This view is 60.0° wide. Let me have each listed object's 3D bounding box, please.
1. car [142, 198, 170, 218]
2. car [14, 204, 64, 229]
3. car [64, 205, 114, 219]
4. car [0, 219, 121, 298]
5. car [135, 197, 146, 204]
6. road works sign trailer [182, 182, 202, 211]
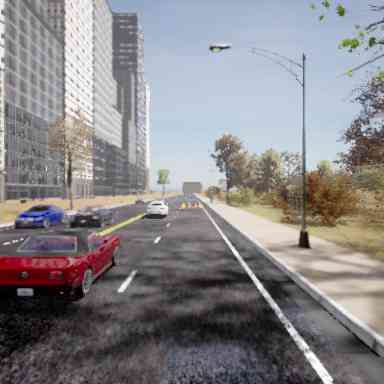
[{"bbox_3d":[-3.154,1.560,30.850,1.812,1.442,4.674,0,0,0],"label":"car"},{"bbox_3d":[-9.843,1.552,22.031,1.812,1.442,4.674,0,0,0],"label":"car"},{"bbox_3d":[-6.592,1.590,22.159,1.994,1.385,4.181,0,0,0],"label":"car"},{"bbox_3d":[-3.151,1.611,8.518,1.895,1.301,4.718,0,0,0],"label":"car"},{"bbox_3d":[-9.763,1.698,64.012,1.895,1.301,4.718,0,0,0],"label":"car"},{"bbox_3d":[-0.006,0.510,40.879,2.380,3.560,2.880,0,0,0],"label":"road works sign trailer"}]
